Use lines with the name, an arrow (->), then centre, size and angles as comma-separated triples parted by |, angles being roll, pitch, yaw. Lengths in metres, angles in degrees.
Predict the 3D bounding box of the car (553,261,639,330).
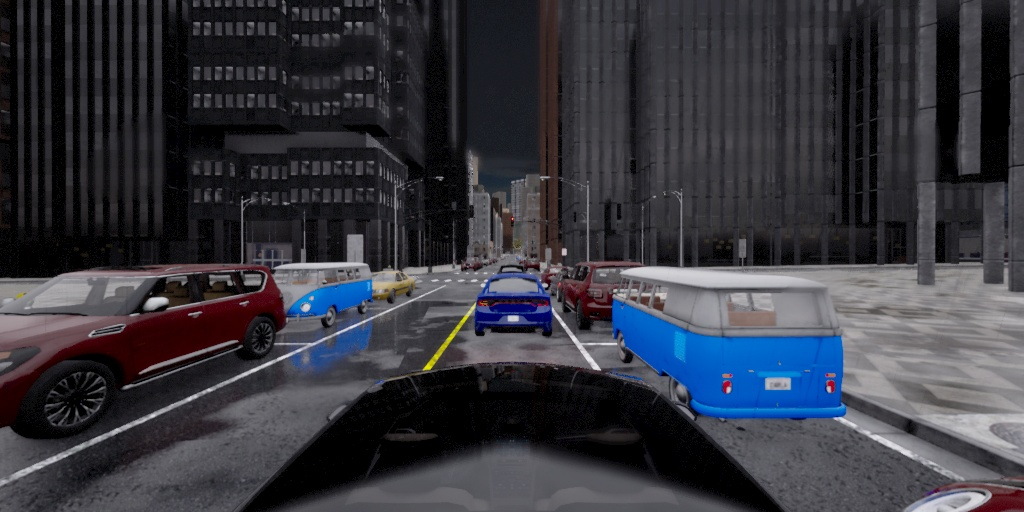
car -> 2.765, 1.067, 11.097 | 2.192, 1.841, 5.009 | 0, 0, 0

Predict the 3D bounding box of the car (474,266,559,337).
car -> 0.058, 1.230, 10.385 | 1.882, 1.535, 5.008 | 0, 0, 1

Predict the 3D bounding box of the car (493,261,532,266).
car -> 0.000, 1.261, 20.756 | 1.837, 1.490, 4.892 | 0, 0, 0

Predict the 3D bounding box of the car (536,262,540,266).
car -> 2.762, 1.302, 22.147 | 1.888, 1.381, 4.507 | 0, 0, 0

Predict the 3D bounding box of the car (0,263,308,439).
car -> -5.765, 1.065, 5.584 | 2.192, 1.841, 5.009 | 0, 0, 0

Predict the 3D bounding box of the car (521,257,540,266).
car -> 2.762, 1.095, 49.188 | 2.192, 1.841, 5.009 | 0, 0, 0

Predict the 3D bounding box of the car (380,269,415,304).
car -> -5.764, 1.279, 16.463 | 1.751, 1.417, 4.829 | 0, 0, 0

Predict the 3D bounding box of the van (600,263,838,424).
van -> 2.766, 1.091, 5.571 | 1.690, 1.789, 3.998 | 0, 0, 0

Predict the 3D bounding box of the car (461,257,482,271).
car -> -5.764, 1.095, 49.197 | 2.192, 1.841, 5.009 | 0, 0, 0

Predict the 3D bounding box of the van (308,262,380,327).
van -> -5.765, 1.093, 11.109 | 1.690, 1.789, 3.998 | 0, 0, 0

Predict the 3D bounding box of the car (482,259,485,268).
car -> -5.764, 1.102, 54.840 | 2.192, 1.841, 5.009 | 0, 0, 0

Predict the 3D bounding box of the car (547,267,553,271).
car -> 2.764, 1.304, 16.622 | 2.007, 1.370, 4.403 | 0, 0, 0

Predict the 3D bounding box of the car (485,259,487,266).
car -> -5.764, 1.362, 60.483 | 1.948, 1.339, 4.313 | 0, 0, 0
